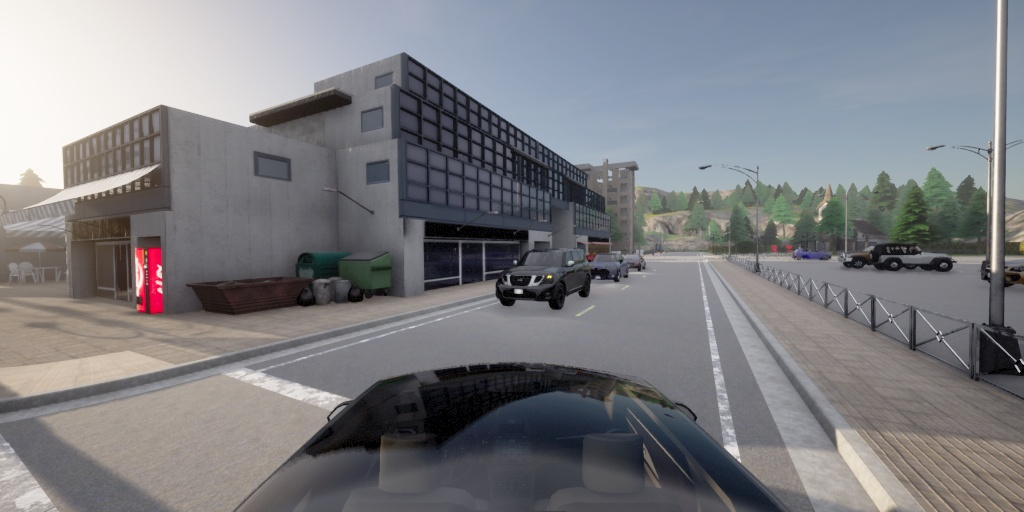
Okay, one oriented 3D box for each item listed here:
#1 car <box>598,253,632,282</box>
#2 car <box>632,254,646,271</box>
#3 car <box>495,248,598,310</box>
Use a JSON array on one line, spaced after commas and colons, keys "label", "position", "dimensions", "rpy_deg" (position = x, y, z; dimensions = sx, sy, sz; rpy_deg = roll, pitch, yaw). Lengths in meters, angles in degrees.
[{"label": "car", "position": [5.968, 0.601, 22.632], "dimensions": [2.097, 1.767, 4.553], "rpy_deg": [0, 1, 27]}, {"label": "car", "position": [10.653, 0.521, 31.729], "dimensions": [1.812, 1.442, 4.674], "rpy_deg": [0, 1, 27]}, {"label": "car", "position": [1.469, 0.715, 13.885], "dimensions": [2.150, 2.045, 5.566], "rpy_deg": [0, 1, 27]}]
